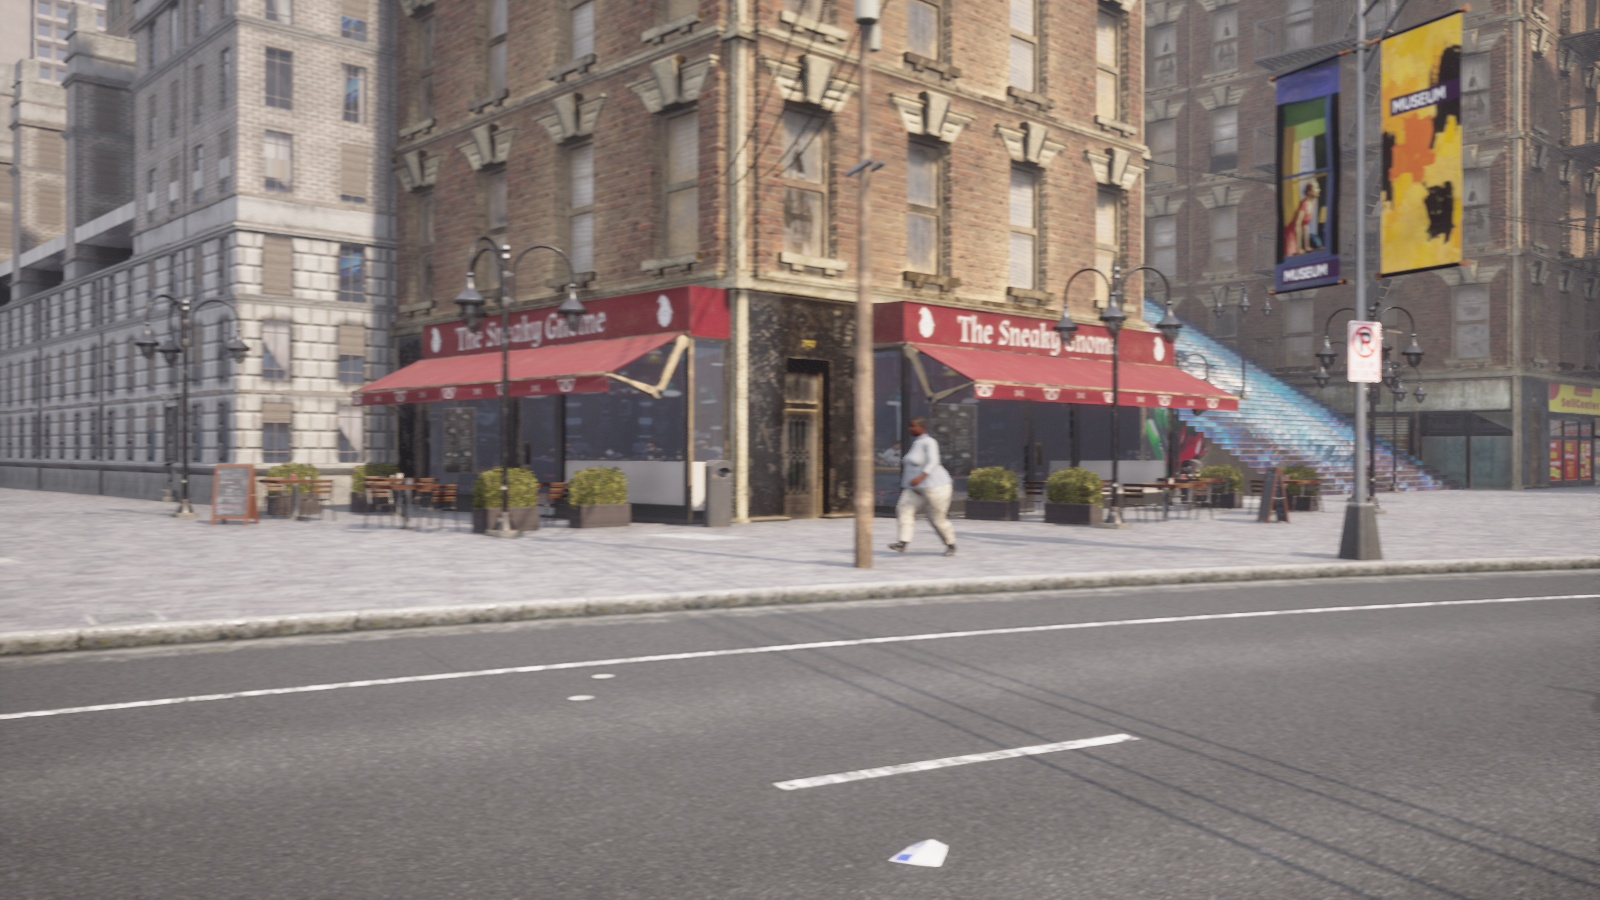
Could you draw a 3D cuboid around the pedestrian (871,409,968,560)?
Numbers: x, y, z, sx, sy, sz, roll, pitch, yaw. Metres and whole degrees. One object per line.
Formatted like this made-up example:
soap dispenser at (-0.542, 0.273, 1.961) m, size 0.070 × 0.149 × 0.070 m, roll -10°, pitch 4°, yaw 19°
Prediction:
pedestrian at (1.511, 0.427, 15.991) m, size 0.900 × 1.855 × 0.874 m, roll 0°, pitch 0°, yaw -26°
